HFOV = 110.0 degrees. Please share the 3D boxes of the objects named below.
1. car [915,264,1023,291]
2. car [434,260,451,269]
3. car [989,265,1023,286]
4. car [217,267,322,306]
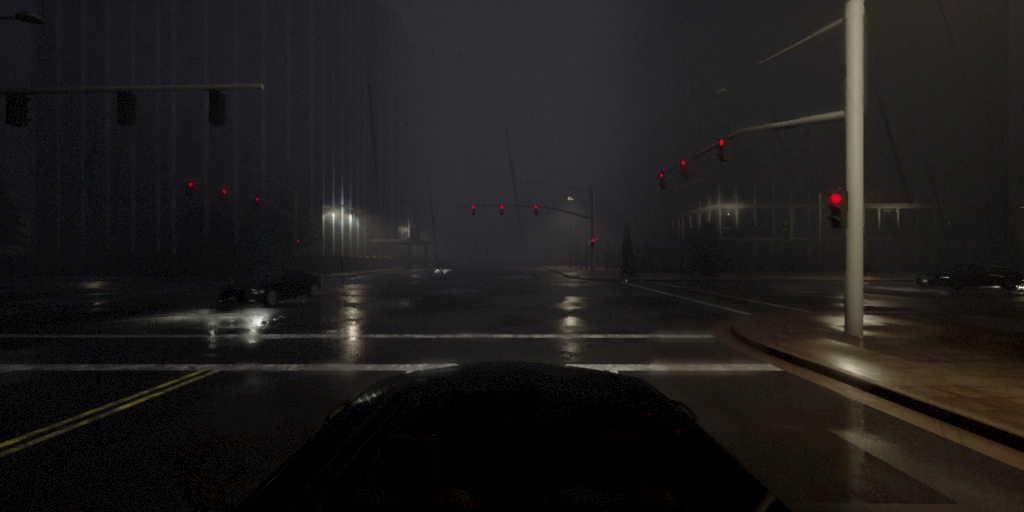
[{"bbox_3d":[27.255,1.239,21.484,4.902,1.511,2.128,0,0,1],"label":"car"},{"bbox_3d":[-10.512,1.346,54.299,1.994,1.385,4.181,0,1,0],"label":"car"},{"bbox_3d":[36.531,1.311,24.884,4.181,1.385,1.994,0,0,1],"label":"car"},{"bbox_3d":[-10.501,1.275,15.959,1.882,1.535,5.008,0,1,0],"label":"car"}]
